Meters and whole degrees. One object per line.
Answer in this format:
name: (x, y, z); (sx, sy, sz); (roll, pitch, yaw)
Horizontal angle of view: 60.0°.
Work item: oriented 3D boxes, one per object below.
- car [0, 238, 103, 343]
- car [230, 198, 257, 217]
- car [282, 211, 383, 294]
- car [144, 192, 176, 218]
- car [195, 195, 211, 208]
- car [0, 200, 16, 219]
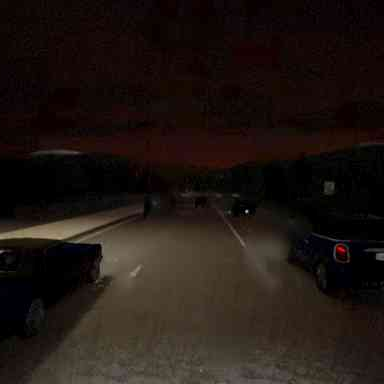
car: (-3.225, 1.540, 6.407); (1.895, 1.301, 4.718); (0, 0, 1)
car: (4.481, 1.283, 29.047); (1.837, 1.490, 4.892); (0, 0, 2)
car: (3.857, 1.291, 8.755); (2.097, 1.767, 4.553); (0, 0, 1)
car: (-2.573, 0.993, 27.547); (2.150, 2.045, 5.566); (0, 0, 2)
car: (1.399, 1.147, 41.646); (1.882, 1.535, 5.008); (0, 1, 2)
car: (-14.394, 1.297, 23.639); (1.812, 1.442, 4.674); (0, 0, 2)
